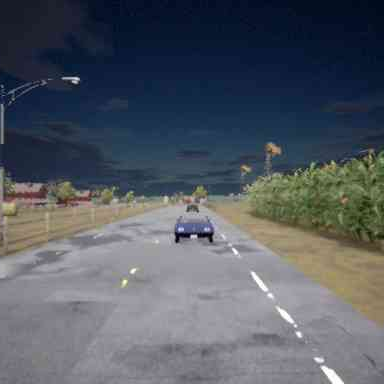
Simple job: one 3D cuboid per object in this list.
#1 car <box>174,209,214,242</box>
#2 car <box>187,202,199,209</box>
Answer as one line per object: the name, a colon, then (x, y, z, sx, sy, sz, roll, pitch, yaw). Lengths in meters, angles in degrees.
car: (0.096, 1.817, 17.723, 1.895, 1.301, 4.718, 0, -1, 0)
car: (0.090, 2.410, 53.116, 1.837, 1.490, 4.892, 0, -1, 0)
